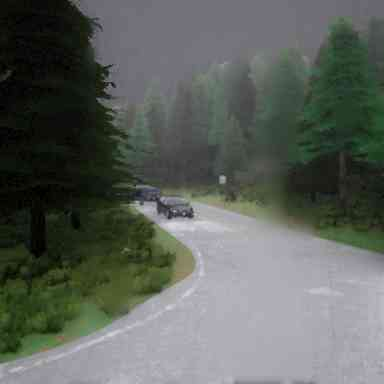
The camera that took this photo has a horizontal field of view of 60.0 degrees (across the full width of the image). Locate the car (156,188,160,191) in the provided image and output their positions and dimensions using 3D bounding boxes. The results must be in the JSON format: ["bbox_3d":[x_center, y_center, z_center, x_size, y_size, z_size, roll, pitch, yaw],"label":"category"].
[{"bbox_3d":[-4.622,0.069,33.977,2.150,2.045,5.566,0,4,-22],"label":"car"}]

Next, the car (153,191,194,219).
[{"bbox_3d":[-1.294,1.049,24.585,1.837,1.490,4.892,0,4,-19],"label":"car"}]

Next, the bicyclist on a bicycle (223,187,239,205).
[{"bbox_3d":[3.541,0.328,30.950,1.656,1.620,0.582,-16,8,-18],"label":"bicyclist on a bicycle"}]
